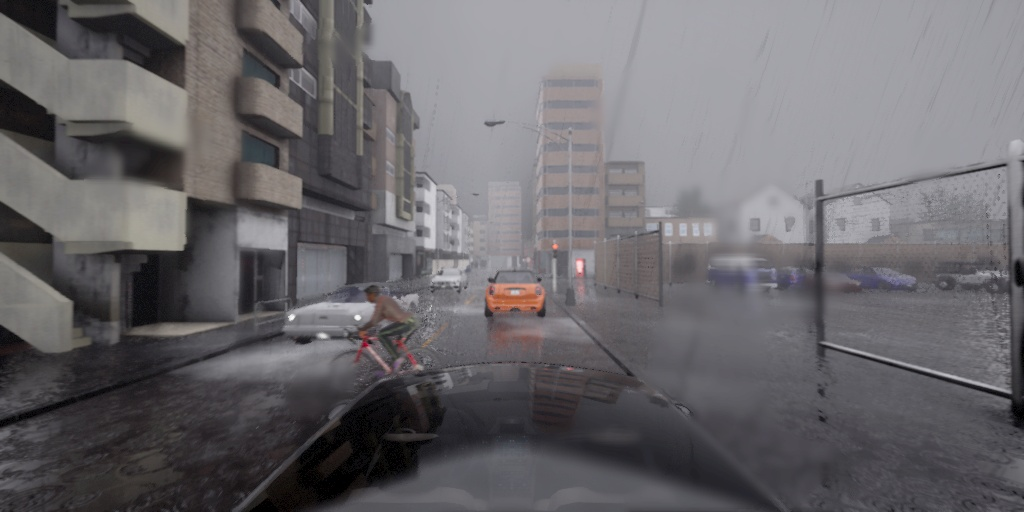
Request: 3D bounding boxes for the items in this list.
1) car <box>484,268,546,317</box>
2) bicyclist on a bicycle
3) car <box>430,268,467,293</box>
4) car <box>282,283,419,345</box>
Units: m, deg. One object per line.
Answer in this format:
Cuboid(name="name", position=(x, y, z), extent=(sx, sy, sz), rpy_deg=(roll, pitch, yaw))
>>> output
Cuboid(name="car", position=(0.106, 1.251, 14.018), extent=(2.097, 1.767, 4.553), rpy_deg=(0, -1, 0))
Cuboid(name="bicyclist on a bicycle", position=(-1.880, 1.246, 5.299), extent=(1.656, 1.620, 0.582), rpy_deg=(-2, -1, -1))
Cuboid(name="car", position=(-3.990, 1.535, 23.191), extent=(1.812, 1.442, 4.674), rpy_deg=(0, -1, 0))
Cuboid(name="car", position=(-4.087, 1.451, 9.976), extent=(1.895, 1.301, 4.718), rpy_deg=(0, -1, 0))
